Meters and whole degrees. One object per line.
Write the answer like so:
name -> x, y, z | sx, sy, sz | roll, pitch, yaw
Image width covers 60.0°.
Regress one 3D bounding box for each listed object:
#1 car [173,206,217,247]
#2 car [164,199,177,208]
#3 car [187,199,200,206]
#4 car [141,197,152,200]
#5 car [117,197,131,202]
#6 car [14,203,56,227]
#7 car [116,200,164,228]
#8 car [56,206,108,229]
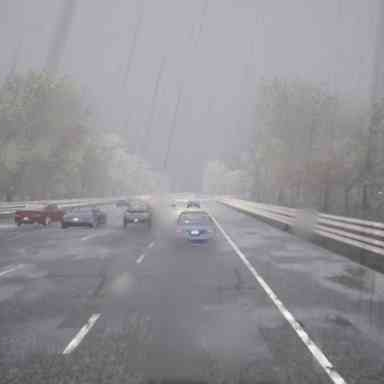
car -> 0.115, 1.568, 15.011 | 2.033, 1.411, 5.357 | 0, 0, 0
car -> -3.312, 1.673, 50.202 | 1.895, 1.301, 4.718 | 0, 0, 0
car -> 0.188, 1.674, 50.256 | 1.895, 1.301, 4.718 | 0, 0, 0
car -> -6.812, 1.549, 50.152 | 1.882, 1.535, 5.008 | 0, 0, 0
car -> -10.310, 1.578, 51.189 | 1.837, 1.490, 4.892 | 0, 0, 0
car -> -10.365, 1.507, 23.214 | 1.882, 1.535, 5.008 | 0, 0, 0
car -> -3.368, 1.522, 22.443 | 2.128, 1.511, 4.902 | 0, 0, 0
car -> -6.868, 1.592, 21.685 | 1.994, 1.385, 4.181 | 0, 0, 0
